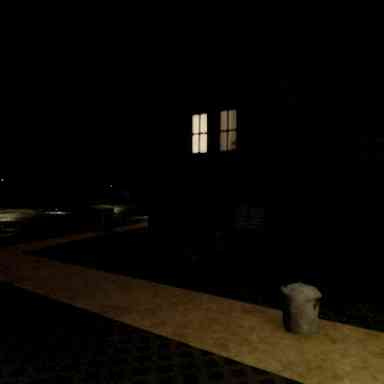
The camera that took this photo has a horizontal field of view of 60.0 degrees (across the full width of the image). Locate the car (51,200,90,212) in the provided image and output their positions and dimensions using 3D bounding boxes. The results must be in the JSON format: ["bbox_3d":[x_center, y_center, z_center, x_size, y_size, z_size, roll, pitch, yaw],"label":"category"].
[{"bbox_3d":[-14.842,1.691,41.086,2.033,1.411,5.357,1,0,19],"label":"car"}]
